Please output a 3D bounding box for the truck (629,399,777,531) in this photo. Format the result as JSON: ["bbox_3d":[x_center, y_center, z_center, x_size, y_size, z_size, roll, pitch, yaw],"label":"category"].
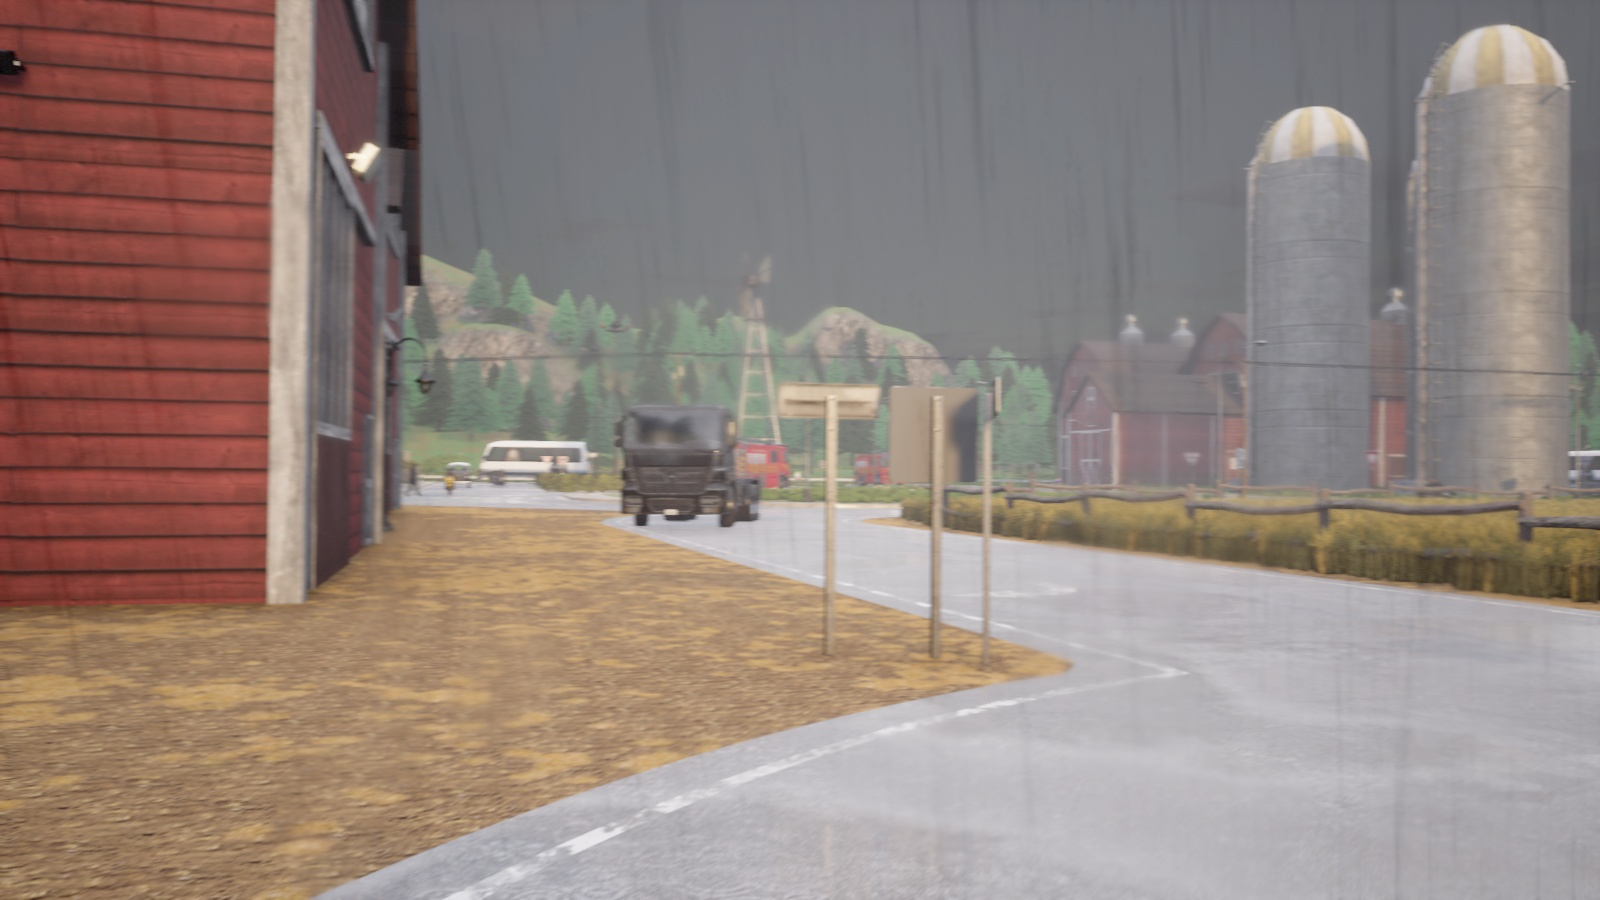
[{"bbox_3d":[-2.644,0.461,37.047,2.891,3.462,7.936,0,-1,6],"label":"truck"}]

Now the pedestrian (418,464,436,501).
[{"bbox_3d":[-19.864,1.729,66.901,0.788,1.949,0.423,0,-1,23],"label":"pedestrian"}]

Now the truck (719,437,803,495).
[{"bbox_3d":[-2.611,1.149,88.291,2.891,3.827,8.468,0,-1,20],"label":"truck"}]

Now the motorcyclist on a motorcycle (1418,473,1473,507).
[{"bbox_3d":[29.433,1.836,57.299,2.191,1.530,0.866,0,-1,-14],"label":"motorcyclist on a motorcycle"}]
